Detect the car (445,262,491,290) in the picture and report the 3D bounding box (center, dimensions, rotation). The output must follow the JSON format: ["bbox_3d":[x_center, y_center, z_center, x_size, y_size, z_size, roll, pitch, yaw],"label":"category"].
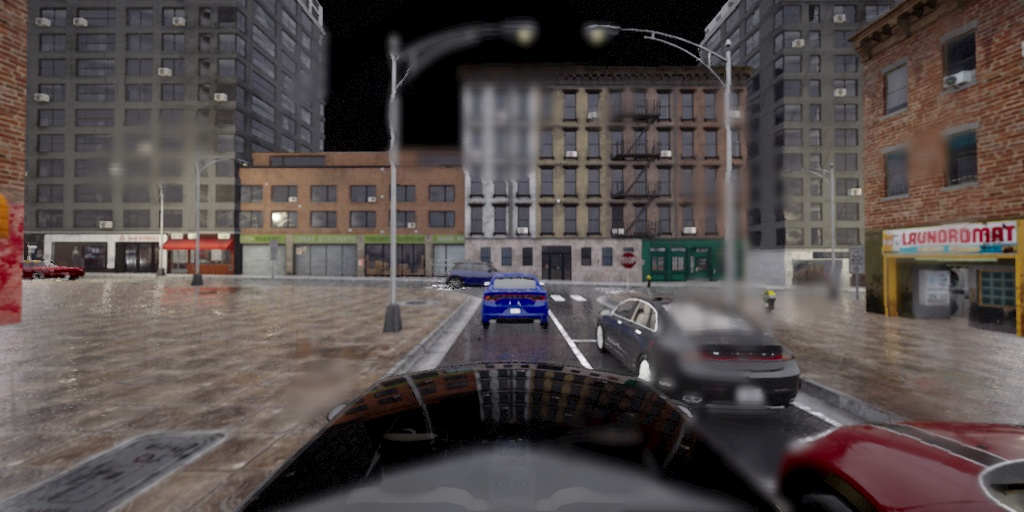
[{"bbox_3d":[-1.775,1.204,22.344,4.553,1.767,2.097,1,-1,0],"label":"car"}]

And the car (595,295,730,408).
[{"bbox_3d":[2.641,1.327,6.154,2.007,1.370,4.403,0,0,0],"label":"car"}]

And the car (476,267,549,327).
[{"bbox_3d":[0.079,1.286,11.798,1.882,1.535,5.008,0,0,0],"label":"car"}]

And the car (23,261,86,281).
[{"bbox_3d":[-30.012,0.951,22.491,4.718,1.301,1.895,1,-1,0],"label":"car"}]

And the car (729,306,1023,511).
[{"bbox_3d":[2.637,1.184,0.650,1.967,1.591,4.097,0,0,0],"label":"car"}]
